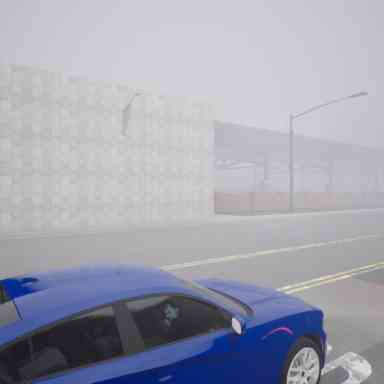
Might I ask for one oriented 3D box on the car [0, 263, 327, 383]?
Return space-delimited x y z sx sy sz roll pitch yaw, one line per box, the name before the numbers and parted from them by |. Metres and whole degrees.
car | -0.683 1.478 3.262 5.008 1.535 1.882 0 0 -36
